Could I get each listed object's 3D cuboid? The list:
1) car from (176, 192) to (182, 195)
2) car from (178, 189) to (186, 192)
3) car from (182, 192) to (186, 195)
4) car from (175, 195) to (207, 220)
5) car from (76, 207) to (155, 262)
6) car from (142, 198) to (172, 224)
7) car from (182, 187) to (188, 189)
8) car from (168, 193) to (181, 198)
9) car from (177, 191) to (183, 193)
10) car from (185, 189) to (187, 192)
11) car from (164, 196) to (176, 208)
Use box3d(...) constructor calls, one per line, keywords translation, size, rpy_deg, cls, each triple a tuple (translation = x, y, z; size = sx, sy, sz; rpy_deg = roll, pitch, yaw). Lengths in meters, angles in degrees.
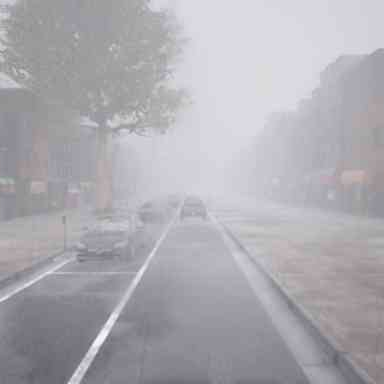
box3d(translation=(-2.635, 1.100, 44.822), size=(1.947, 1.339, 4.313), rpy_deg=(0, 1, 0), cls="car")
box3d(translation=(-2.624, 0.672, 66.979), size=(1.802, 1.307, 4.206), rpy_deg=(0, 1, 0), cls="car")
box3d(translation=(0.107, 1.065, 41.790), size=(2.128, 1.511, 4.902), rpy_deg=(0, 1, 0), cls="car")
box3d(translation=(0.104, 1.252, 25.330), size=(2.128, 1.511, 4.902), rpy_deg=(0, 1, 0), cls="car")
box3d(translation=(-2.643, 1.454, 11.614), size=(2.008, 1.369, 4.403), rpy_deg=(-1, 1, 0), cls="car")
box3d(translation=(-2.640, 1.336, 22.683), size=(1.887, 1.381, 4.507), rpy_deg=(-1, 1, 0), cls="car")
box3d(translation=(-2.620, 0.256, 78.039), size=(1.967, 1.590, 4.097), rpy_deg=(0, 1, 0), cls="car")
box3d(translation=(-2.637, 1.149, 39.285), size=(1.887, 1.381, 4.507), rpy_deg=(-1, 1, 0), cls="car")
box3d(translation=(-2.631, 1.013, 50.363), size=(1.947, 1.339, 4.313), rpy_deg=(0, 1, 0), cls="car")
box3d(translation=(-2.622, 0.519, 72.510), size=(1.947, 1.339, 4.313), rpy_deg=(0, 1, 0), cls="car")
box3d(translation=(-2.638, 1.311, 28.219), size=(1.802, 1.307, 4.206), rpy_deg=(-1, 1, 0), cls="car")
